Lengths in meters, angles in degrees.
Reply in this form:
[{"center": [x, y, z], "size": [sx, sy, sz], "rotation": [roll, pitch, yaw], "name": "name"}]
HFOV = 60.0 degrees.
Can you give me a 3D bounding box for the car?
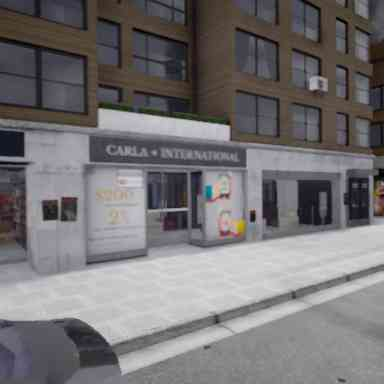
[{"center": [-2.598, 1.520, 1.220], "size": [4.902, 1.511, 2.128], "rotation": [-1, 1, -35], "name": "car"}]
